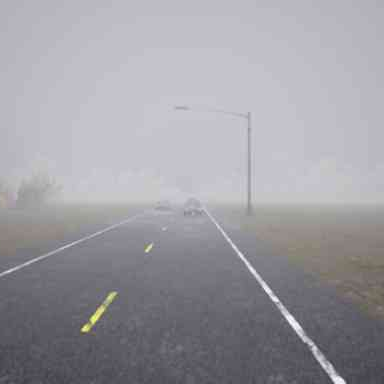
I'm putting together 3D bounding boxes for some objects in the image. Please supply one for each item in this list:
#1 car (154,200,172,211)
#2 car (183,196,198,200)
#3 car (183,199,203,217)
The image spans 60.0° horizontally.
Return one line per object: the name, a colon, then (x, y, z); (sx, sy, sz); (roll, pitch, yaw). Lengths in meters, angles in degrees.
car: (-3.562, 1.657, 41.812); (2.033, 1.411, 5.357); (0, 0, 0)
car: (0.126, 1.473, 46.704); (2.097, 1.767, 4.553); (0, 0, 0)
car: (0.118, 1.686, 32.446); (1.895, 1.301, 4.718); (0, 0, 0)
